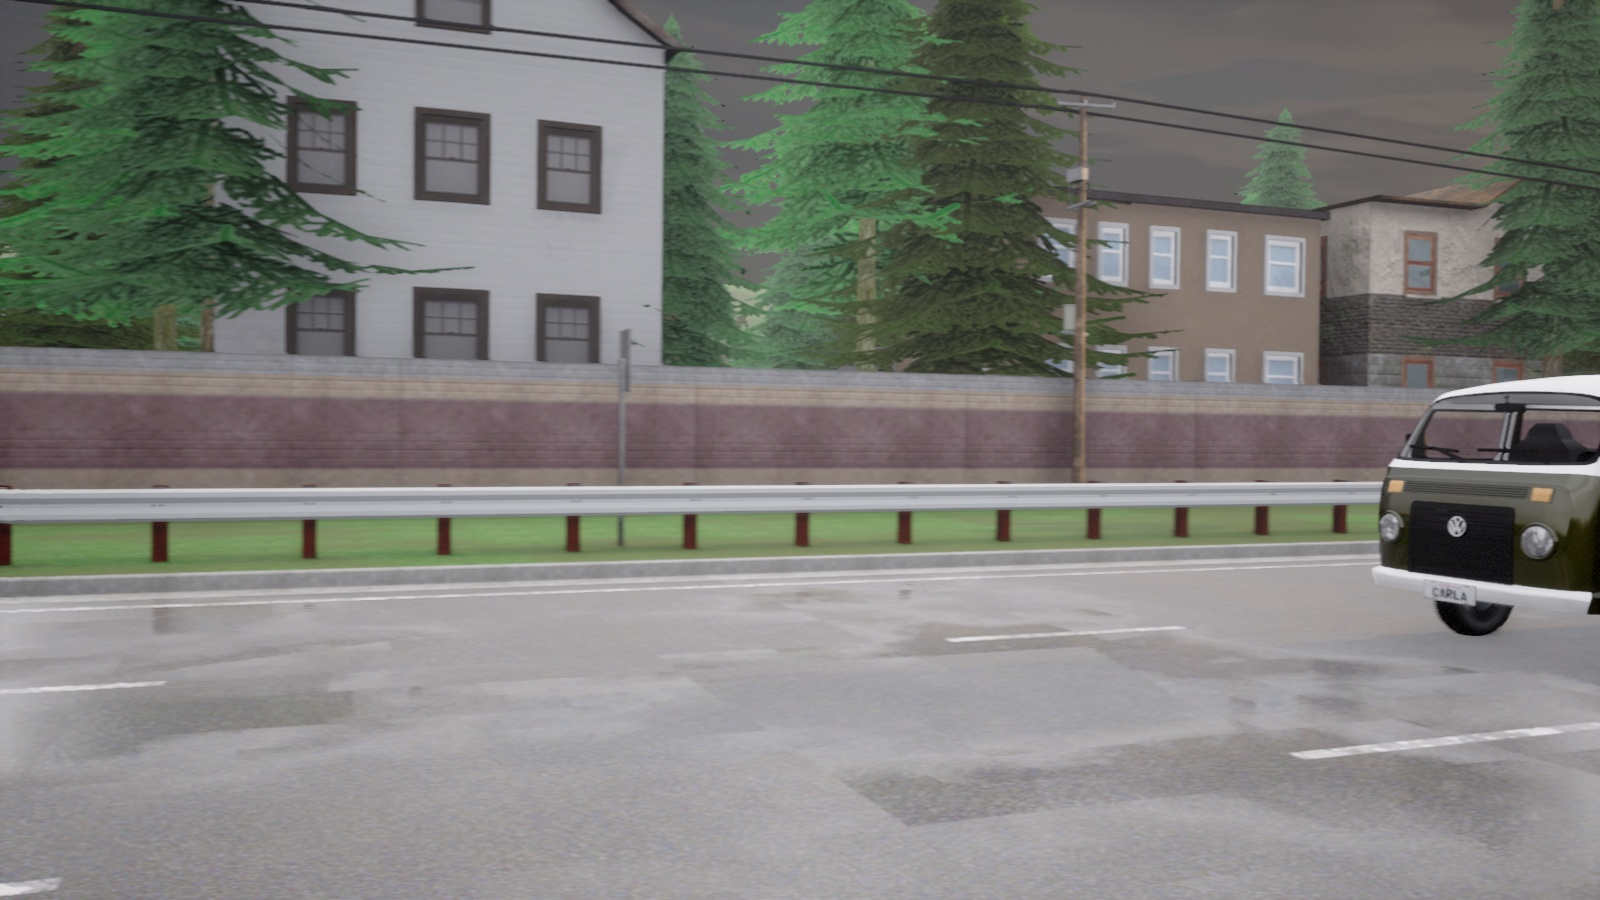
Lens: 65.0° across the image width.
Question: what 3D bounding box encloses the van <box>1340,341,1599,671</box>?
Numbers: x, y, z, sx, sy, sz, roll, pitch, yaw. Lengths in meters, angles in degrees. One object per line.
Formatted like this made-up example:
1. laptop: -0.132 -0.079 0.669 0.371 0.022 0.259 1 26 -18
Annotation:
1. van: 6.619 0.300 9.492 4.480 2.038 2.069 -1 1 -21
